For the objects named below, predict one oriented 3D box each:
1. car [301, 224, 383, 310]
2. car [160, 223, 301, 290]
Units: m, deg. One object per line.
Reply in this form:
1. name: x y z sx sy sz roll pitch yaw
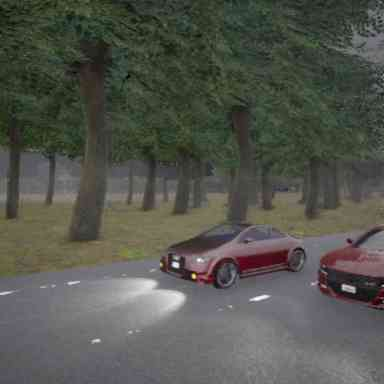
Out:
1. car: 4.868 1.479 7.566 5.008 1.535 1.882 0 0 -37
2. car: 1.237 1.565 9.155 4.181 1.385 1.994 0 0 -35
